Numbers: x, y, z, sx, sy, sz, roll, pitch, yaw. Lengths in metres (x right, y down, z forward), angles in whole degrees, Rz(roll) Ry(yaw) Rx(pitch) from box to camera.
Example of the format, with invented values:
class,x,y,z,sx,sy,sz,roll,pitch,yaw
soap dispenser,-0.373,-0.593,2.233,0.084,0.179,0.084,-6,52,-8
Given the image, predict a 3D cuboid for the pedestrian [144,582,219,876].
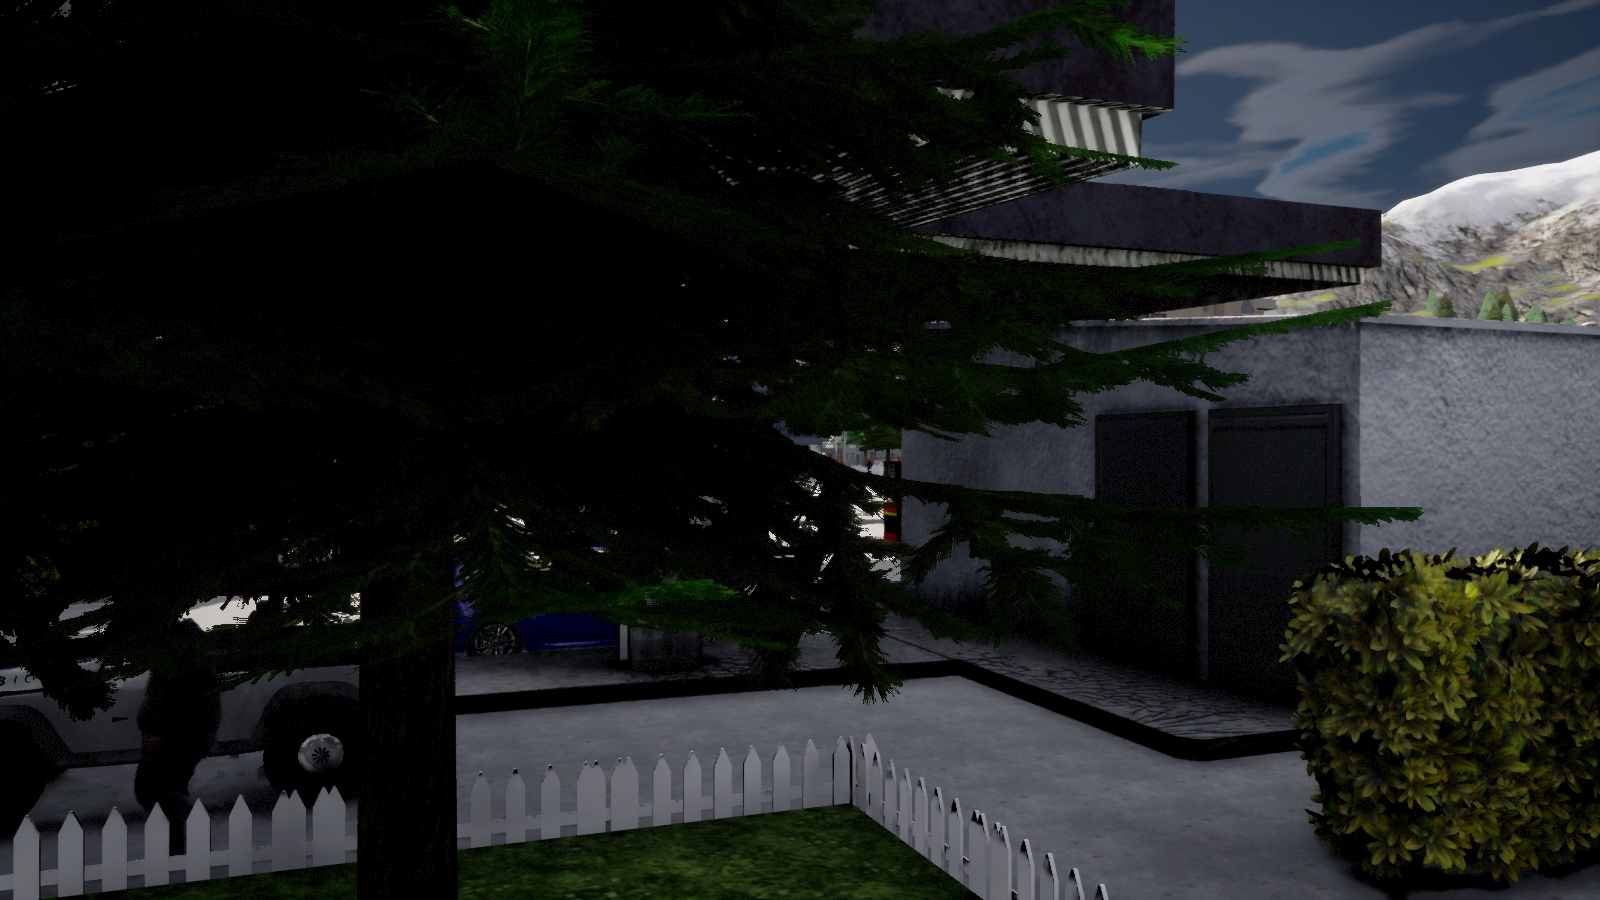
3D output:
class,x,y,z,sx,sy,sz,roll,pitch,yaw
pedestrian,-4.141,1.844,7.666,0.375,1.860,0.375,0,0,-17
